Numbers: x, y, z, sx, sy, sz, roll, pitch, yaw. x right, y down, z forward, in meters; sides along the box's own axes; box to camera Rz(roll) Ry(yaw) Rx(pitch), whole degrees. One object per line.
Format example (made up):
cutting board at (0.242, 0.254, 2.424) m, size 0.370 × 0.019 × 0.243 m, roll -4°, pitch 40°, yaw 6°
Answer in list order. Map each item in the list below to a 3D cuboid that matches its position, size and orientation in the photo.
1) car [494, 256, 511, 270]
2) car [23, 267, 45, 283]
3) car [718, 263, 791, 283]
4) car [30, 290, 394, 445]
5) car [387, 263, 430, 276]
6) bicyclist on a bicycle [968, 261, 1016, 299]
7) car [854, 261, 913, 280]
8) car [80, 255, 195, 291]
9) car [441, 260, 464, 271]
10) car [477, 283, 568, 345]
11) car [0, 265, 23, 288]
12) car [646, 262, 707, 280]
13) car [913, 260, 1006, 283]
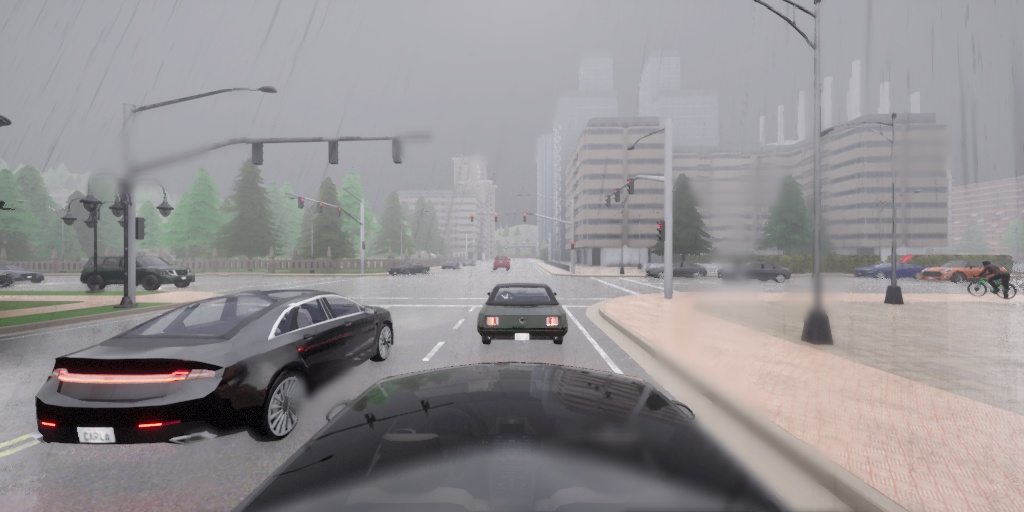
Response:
car at (-1.417, 0.971, 51.567) m, size 2.150 × 2.045 × 5.566 m, roll 0°, pitch 0°, yaw 2°
car at (-36.328, 1.314, 25.589) m, size 4.181 × 1.385 × 1.994 m, roll 0°, pitch 0°, yaw 2°
car at (18.483, 1.254, 27.438) m, size 4.892 × 1.490 × 1.837 m, roll 0°, pitch 0°, yaw 2°
car at (-3.330, 1.242, 5.343) m, size 2.128 × 1.511 × 4.902 m, roll 0°, pitch 0°, yaw 1°
car at (-10.379, 1.350, 36.404) m, size 1.895 × 1.301 × 4.718 m, roll 0°, pitch 0°, yaw 22°
bicyclist on a bicycle at (21.181, 1.051, 15.859) m, size 0.582 × 1.620 × 1.656 m, roll 0°, pitch 0°, yaw 2°
car at (32.125, 1.227, 30.484) m, size 5.008 × 1.535 × 1.882 m, roll 0°, pitch 0°, yaw 2°
car at (-22.429, 0.971, 21.581) m, size 5.566 × 2.045 × 2.150 m, roll 0°, pitch 0°, yaw 2°
car at (-8.632, 1.296, 51.069) m, size 2.033 × 1.411 × 5.357 m, roll 0°, pitch 0°, yaw 2°
car at (0.263, 1.351, 9.494) m, size 1.895 × 1.301 × 4.718 m, roll 0°, pitch 0°, yaw 1°
car at (-33.853, 1.227, 21.992) m, size 5.008 × 1.535 × 1.882 m, roll 0°, pitch 0°, yaw 2°
car at (14.179, 1.253, 31.081) m, size 4.892 × 1.490 × 1.837 m, roll -1°, pitch 0°, yaw 2°
car at (33.785, 1.103, 26.924) m, size 4.553 × 1.767 × 2.097 m, roll 0°, pitch 0°, yaw 2°
